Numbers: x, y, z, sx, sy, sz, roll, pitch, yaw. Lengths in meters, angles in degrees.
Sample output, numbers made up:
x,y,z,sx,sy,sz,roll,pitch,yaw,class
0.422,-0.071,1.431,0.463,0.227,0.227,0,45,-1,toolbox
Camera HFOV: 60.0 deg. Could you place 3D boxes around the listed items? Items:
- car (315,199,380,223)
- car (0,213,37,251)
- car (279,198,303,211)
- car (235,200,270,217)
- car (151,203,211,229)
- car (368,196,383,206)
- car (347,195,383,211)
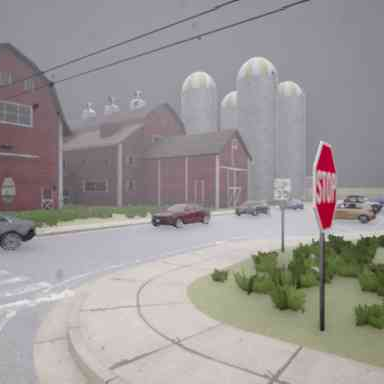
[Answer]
x,y,z,sx,sy,sz,roll,pitch,yaw,class
11.492,1.501,25.098,4.193,1.474,1.816,0,0,35,car
-8.423,1.480,12.302,4.902,1.511,2.128,0,0,-38,car
12.151,1.514,40.396,1.812,1.442,4.674,0,0,35,car
5.728,1.494,31.119,1.837,1.490,4.892,0,0,35,car
-0.616,1.466,21.923,1.882,1.535,5.008,0,0,35,car
32.583,1.475,56.338,4.611,1.667,2.242,0,0,35,car
18.738,1.308,36.482,3.866,1.878,1.905,0,0,35,car
